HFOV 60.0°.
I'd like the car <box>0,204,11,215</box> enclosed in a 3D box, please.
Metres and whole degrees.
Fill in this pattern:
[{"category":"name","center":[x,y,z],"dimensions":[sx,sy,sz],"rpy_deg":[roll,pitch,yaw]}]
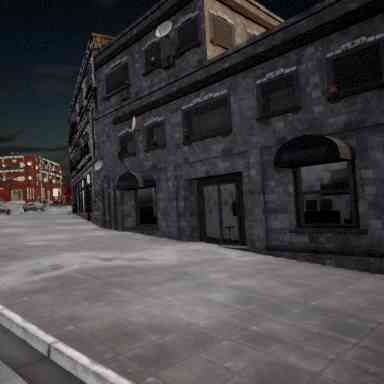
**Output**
[{"category":"car","center":[-23.131,2.075,39.209],"dimensions":[1.812,1.442,4.674],"rpy_deg":[-3,-1,-5]}]

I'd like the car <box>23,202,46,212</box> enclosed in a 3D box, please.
[{"category":"car","center":[-24.098,2.254,51.045],"dimensions":[2.128,1.511,4.902],"rpy_deg":[-3,-1,-3]}]
